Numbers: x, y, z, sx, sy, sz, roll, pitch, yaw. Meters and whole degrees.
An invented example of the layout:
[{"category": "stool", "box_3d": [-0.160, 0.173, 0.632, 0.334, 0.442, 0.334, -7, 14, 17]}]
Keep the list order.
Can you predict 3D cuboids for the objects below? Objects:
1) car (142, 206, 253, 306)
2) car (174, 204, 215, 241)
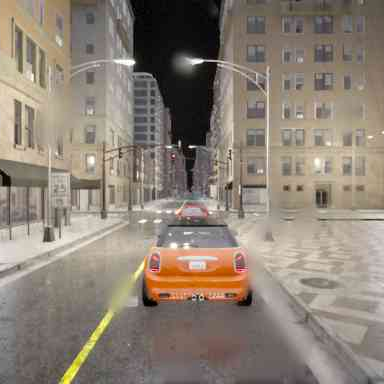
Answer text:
[{"category": "car", "box_3d": [0.094, 1.352, 8.166, 2.097, 1.767, 4.553, 0, 0, 0]}, {"category": "car", "box_3d": [0.096, 1.476, 17.766, 1.882, 1.535, 5.008, 0, 0, 0]}]
